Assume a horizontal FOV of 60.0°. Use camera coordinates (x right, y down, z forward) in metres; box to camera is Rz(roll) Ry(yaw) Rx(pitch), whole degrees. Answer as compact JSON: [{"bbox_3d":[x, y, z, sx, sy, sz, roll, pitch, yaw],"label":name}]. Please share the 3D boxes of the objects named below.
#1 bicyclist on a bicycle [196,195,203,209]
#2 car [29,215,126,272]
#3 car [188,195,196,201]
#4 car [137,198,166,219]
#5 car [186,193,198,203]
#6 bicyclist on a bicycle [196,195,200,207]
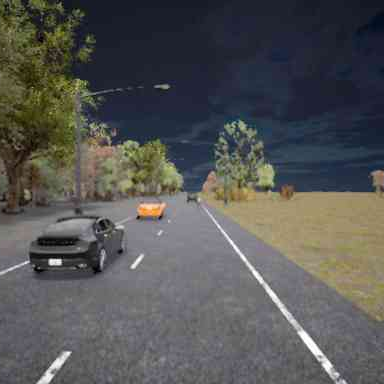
[{"bbox_3d":[0.936,1.399,42.677,0.866,1.612,1.509,0,0,0],"label":"bicyclist on a bicycle"},{"bbox_3d":[-3.403,1.495,10.701,1.837,1.490,4.892,0,0,0],"label":"car"},{"bbox_3d":[-0.021,1.406,81.870,1.882,1.535,5.008,0,0,0],"label":"car"},{"bbox_3d":[-3.408,1.326,28.873,2.097,1.767,4.553,0,0,0],"label":"car"},{"bbox_3d":[-0.017,1.164,70.801,2.150,2.045,5.566,0,0,0],"label":"car"},{"bbox_3d":[0.950,1.325,51.557,0.659,1.776,1.843,0,0,0],"label":"bicyclist on a bicycle"}]
